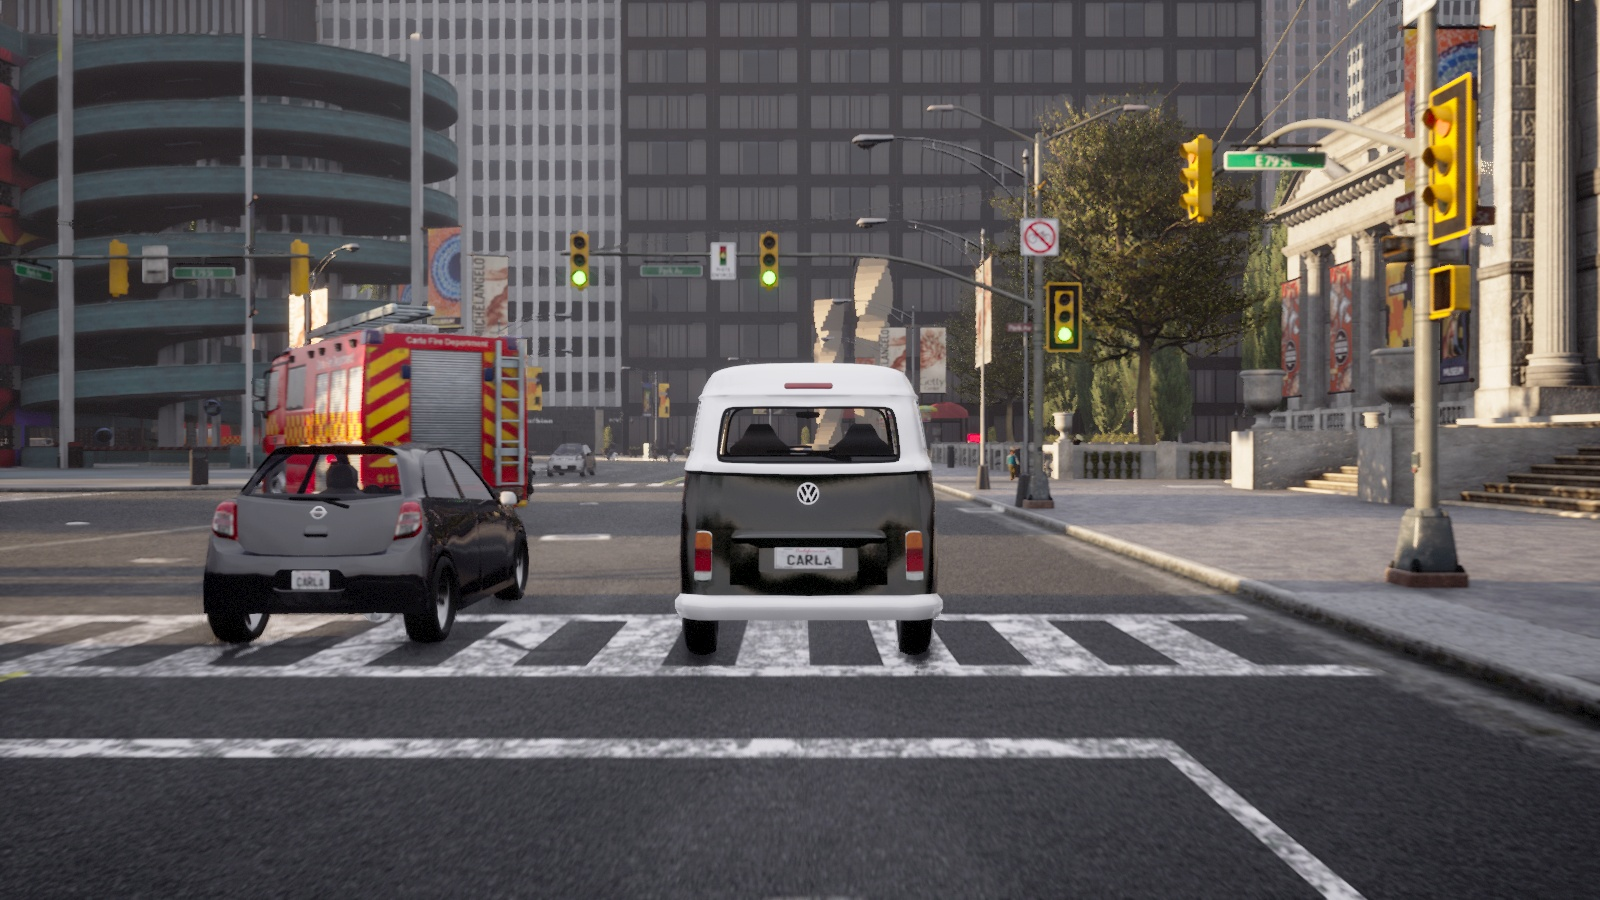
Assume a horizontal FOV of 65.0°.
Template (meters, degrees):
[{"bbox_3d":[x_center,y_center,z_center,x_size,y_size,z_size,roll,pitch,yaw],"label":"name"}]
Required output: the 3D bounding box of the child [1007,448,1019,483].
[{"bbox_3d":[7.445,0.542,43.982,0.343,1.192,0.448,0,0,1],"label":"child"}]

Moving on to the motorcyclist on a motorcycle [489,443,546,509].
[{"bbox_3d":[-6.828,0.605,30.459,0.866,1.530,2.191,0,0,0],"label":"motorcyclist on a motorcycle"}]

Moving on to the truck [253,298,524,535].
[{"bbox_3d":[-8.367,-0.564,24.629,2.891,3.827,8.468,0,0,-34],"label":"truck"}]

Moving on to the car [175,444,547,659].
[{"bbox_3d":[-3.430,0.698,10.586,1.845,1.501,3.633,0,0,0],"label":"car"}]

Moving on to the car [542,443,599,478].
[{"bbox_3d":[-10.200,0.438,56.025,1.845,1.501,3.633,0,0,0],"label":"car"}]

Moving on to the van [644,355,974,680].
[{"bbox_3d":[0.068,0.413,10.121,2.069,2.038,4.480,0,0,0],"label":"van"}]
